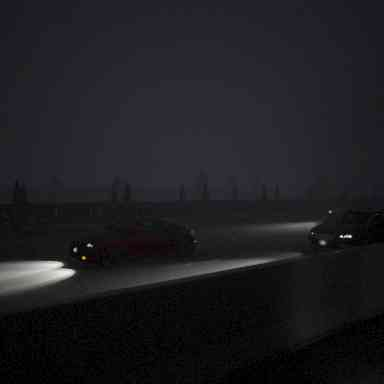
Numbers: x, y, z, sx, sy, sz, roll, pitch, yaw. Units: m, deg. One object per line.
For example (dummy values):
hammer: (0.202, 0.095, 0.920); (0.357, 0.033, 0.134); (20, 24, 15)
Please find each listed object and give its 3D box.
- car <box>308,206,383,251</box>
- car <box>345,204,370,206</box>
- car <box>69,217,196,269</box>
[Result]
car: (6.524, 1.491, 12.948); (4.902, 1.511, 2.128); (0, 0, -36)
car: (12.682, 1.599, 25.939); (4.718, 1.301, 1.895); (0, 0, -35)
car: (-1.904, 1.563, 11.233); (4.181, 1.385, 1.994); (0, 0, -36)
